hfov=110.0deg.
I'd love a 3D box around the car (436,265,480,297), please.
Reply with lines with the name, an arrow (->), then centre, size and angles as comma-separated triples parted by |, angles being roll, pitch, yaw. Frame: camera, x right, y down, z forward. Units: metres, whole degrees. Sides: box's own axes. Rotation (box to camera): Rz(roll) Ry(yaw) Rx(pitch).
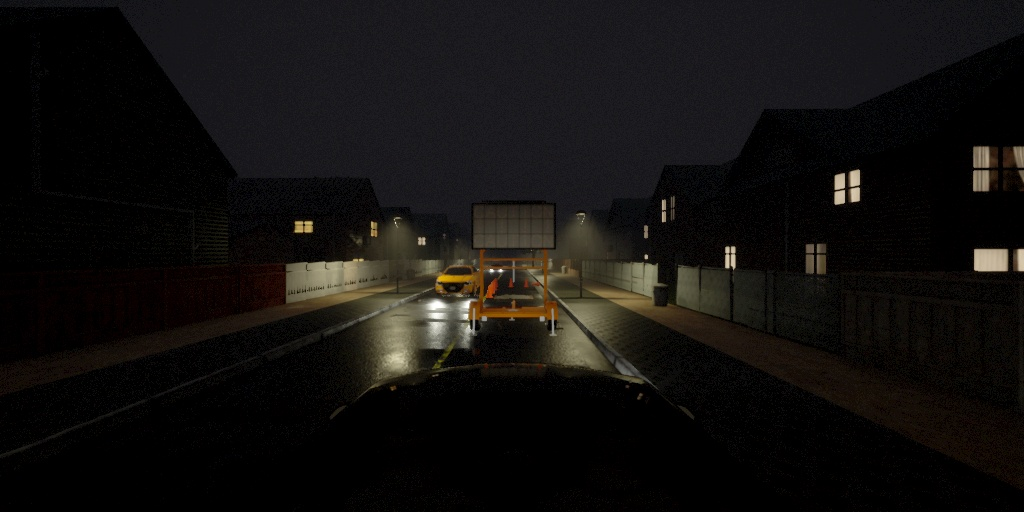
car -> -2.764, 1.237, 19.305 | 1.882, 1.535, 5.008 | 0, 0, 0

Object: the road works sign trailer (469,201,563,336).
road works sign trailer -> 0.049, 0.214, 10.396 | 2.380, 3.560, 2.880 | 0, 0, 1

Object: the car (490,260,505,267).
car -> -2.549, 1.536, 59.482 | 1.895, 1.301, 4.718 | 0, 0, 0
